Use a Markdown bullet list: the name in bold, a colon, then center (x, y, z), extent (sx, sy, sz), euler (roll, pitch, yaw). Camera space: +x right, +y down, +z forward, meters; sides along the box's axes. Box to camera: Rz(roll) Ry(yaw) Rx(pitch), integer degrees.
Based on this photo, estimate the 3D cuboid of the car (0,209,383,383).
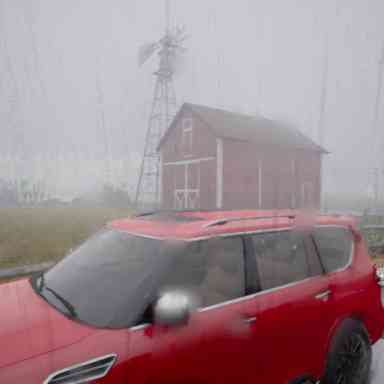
- **car**: center (-0.115, 1.246, 3.553), extent (5.566, 2.045, 2.150), euler (1, -1, -36)
